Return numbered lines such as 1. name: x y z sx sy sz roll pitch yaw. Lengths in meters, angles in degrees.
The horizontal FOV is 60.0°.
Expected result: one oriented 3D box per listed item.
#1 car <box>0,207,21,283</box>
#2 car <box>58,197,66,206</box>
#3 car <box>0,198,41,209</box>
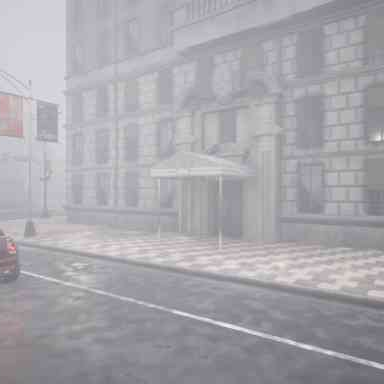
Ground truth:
1. car: -6.408 1.352 8.449 4.553 1.767 2.097 0 0 35
2. car: -18.640 1.220 53.424 2.150 2.045 5.566 0 0 36
3. car: -21.838 1.564 42.930 1.994 1.385 4.181 0 0 35
